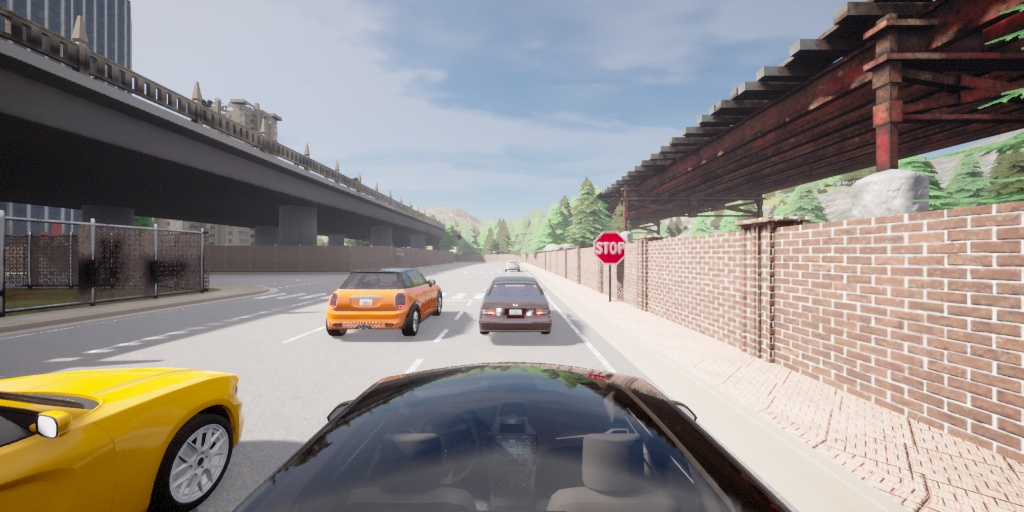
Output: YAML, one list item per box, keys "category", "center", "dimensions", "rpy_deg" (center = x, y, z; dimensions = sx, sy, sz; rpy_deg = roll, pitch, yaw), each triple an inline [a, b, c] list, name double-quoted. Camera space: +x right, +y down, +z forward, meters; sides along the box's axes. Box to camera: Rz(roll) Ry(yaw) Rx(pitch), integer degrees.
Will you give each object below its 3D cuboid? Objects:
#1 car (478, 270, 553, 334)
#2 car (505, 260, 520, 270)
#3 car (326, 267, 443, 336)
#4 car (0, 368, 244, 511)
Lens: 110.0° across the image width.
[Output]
- category: "car"
  center: [0.078, 1.297, 10.537]
  dimensions: [2.033, 1.411, 5.357]
  rpy_deg: [0, 0, 0]
- category: "car"
  center: [0.067, 1.276, 46.373]
  dimensions: [1.812, 1.442, 4.674]
  rpy_deg: [0, 0, -1]
- category: "car"
  center: [-3.423, 1.102, 10.515]
  dimensions: [2.097, 1.767, 4.553]
  rpy_deg: [0, 0, 0]
- category: "car"
  center: [-3.398, 1.228, 1.257]
  dimensions: [1.882, 1.535, 5.008]
  rpy_deg: [0, 0, 0]
